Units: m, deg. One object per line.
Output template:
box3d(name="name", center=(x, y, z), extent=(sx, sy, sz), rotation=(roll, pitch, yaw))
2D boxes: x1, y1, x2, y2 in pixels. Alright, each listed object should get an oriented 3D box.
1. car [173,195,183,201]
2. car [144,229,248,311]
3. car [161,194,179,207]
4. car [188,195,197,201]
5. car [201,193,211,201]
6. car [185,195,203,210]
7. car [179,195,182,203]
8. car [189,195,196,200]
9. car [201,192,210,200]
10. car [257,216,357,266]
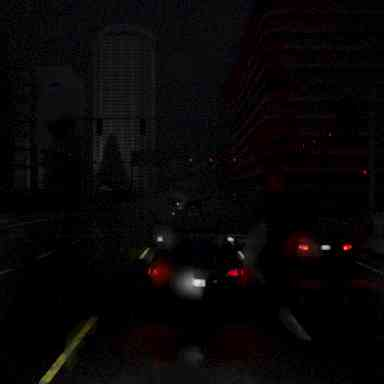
box3d(name="car", center=(-3.372, 1.475, 81.769), extent=(2.128, 1.511, 4.902), rotation=(0, 0, 0))
box3d(name="car", center=(0.081, 1.560, 7.820), extent=(1.994, 1.385, 4.181), rotation=(0, 0, 0))
box3d(name="car", center=(-3.506, 1.476, 51.123), extent=(1.837, 1.490, 4.892), rotation=(0, 0, 0))
box3d(name="car", center=(0.127, 1.489, 80.891), extent=(2.033, 1.411, 5.357), rotation=(0, 0, 0))
box3d(name="car", center=(3.627, 1.449, 80.597), extent=(1.837, 1.490, 4.892), rotation=(0, 0, 0))
box3d(name="car", center=(0.167, 1.483, 43.185), extent=(1.837, 1.490, 4.892), rotation=(0, 0, 0))
box3d(name="car", center=(-3.411, 1.564, 66.961), extent=(1.895, 1.301, 4.718), rotation=(0, 0, 1))
box3d(name="car", center=(0.142, 1.526, 90.486), extent=(1.895, 1.301, 4.718), rotation=(0, 0, 0))
box3d(name="car", center=(3.642, 1.156, 90.481), extent=(2.150, 2.045, 5.566), rotation=(0, 0, 0))
box3d(name="car", center=(3.607, 1.541, 11.437), extent=(2.033, 1.411, 5.357), rotation=(0, 0, 0))
